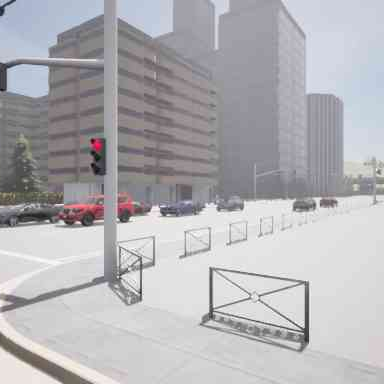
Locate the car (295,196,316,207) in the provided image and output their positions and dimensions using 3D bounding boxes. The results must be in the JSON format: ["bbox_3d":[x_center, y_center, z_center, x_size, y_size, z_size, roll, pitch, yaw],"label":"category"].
[{"bbox_3d":[17.946,1.478,52.544,1.882,1.535,5.008,0,0,35],"label":"car"}]

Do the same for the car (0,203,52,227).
[{"bbox_3d":[-11.209,1.492,22.916,2.128,1.511,4.902,0,0,35],"label":"car"}]

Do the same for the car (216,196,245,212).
[{"bbox_3d":[4.678,1.526,39.785,1.812,1.442,4.674,0,0,35],"label":"car"}]

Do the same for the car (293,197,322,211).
[{"bbox_3d":[13.646,1.492,40.154,2.128,1.511,4.902,0,0,35],"label":"car"}]

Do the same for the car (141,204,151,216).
[{"bbox_3d":[-5.952,1.601,30.549,1.895,1.301,4.718,0,0,35],"label":"car"}]

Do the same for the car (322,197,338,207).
[{"bbox_3d":[20.870,1.478,50.651,1.882,1.535,5.008,0,0,35],"label":"car"}]

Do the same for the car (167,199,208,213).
[{"bbox_3d":[-0.408,1.547,38.594,2.033,1.411,5.357,0,0,35],"label":"car"}]

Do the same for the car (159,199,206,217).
[{"bbox_3d":[-1.005,1.601,31.562,1.895,1.301,4.718,0,0,35],"label":"car"}]

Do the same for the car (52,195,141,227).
[{"bbox_3d":[-6.547,1.221,23.516,2.150,2.045,5.566,0,0,35],"label":"car"}]

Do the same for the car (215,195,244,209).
[{"bbox_3d":[5.382,1.352,46.932,2.097,1.767,4.553,0,0,35],"label":"car"}]
